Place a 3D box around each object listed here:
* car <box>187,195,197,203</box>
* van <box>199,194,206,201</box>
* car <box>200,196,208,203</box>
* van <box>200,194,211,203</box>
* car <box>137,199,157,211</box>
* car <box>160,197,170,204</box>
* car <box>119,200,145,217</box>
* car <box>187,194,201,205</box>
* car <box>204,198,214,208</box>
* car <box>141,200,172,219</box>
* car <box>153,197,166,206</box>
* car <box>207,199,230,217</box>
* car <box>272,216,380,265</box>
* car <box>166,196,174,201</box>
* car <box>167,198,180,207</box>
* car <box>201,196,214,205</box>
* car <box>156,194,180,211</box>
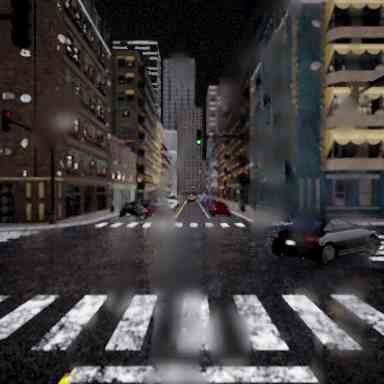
[{"bbox_3d":[-0.002,1.448,71.256,1.882,1.535,5.008,0,0,0],"label":"car"},{"bbox_3d":[2.678,1.517,87.029,1.690,1.788,3.998,-1,0,0],"label":"van"},{"bbox_3d":[2.680,1.675,76.151,1.752,1.417,4.829,-1,0,0],"label":"car"},{"bbox_3d":[2.680,1.440,53.888,1.690,1.788,3.998,0,0,0],"label":"van"},{"bbox_3d":[-5.699,1.641,42.853,1.947,1.339,4.313,0,0,0],"label":"car"},{"bbox_3d":[-5.700,1.718,70.470,1.802,1.307,4.206,0,0,0],"label":"car"},{"bbox_3d":[-5.699,1.619,31.805,1.947,1.339,4.313,0,0,0],"label":"car"},{"bbox_3d":[-0.003,1.605,60.833,2.128,1.511,4.902,0,0,0],"label":"car"},{"bbox_3d":[2.682,1.630,37.317,1.947,1.339,4.313,0,0,0],"label":"car"},{"bbox_3d":[-3.094,1.650,29.804,1.895,1.301,4.718,0,0,0],"label":"car"},{"bbox_3d":[-5.700,1.656,59.423,1.887,1.381,4.507,0,0,0],"label":"car"},{"bbox_3d":[2.683,1.635,31.794,1.802,1.307,4.206,0,0,0],"label":"car"},{"bbox_3d":[4.803,1.559,11.787,4.181,1.385,1.994,-1,0,-35],"label":"car"},{"bbox_3d":[-5.701,1.701,86.871,1.752,1.417,4.829,0,0,0],"label":"car"},{"bbox_3d":[-3.035,1.704,56.031,1.895,1.301,4.718,0,0,1],"label":"car"},{"bbox_3d":[2.682,1.631,48.364,1.887,1.381,4.507,0,0,0],"label":"car"},{"bbox_3d":[-3.080,1.294,41.984,2.150,2.045,5.566,0,0,0],"label":"car"}]
